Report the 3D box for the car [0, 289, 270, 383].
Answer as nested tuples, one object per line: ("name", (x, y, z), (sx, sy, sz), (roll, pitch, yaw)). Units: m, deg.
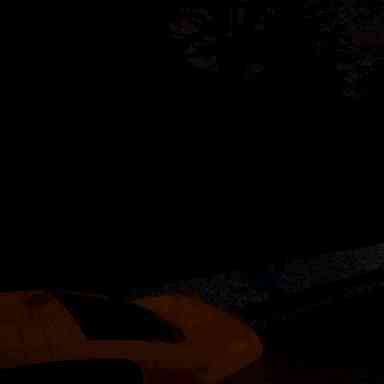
("car", (-1.723, 1.474, 1.789), (5.008, 1.535, 1.882), (0, 0, -36))
